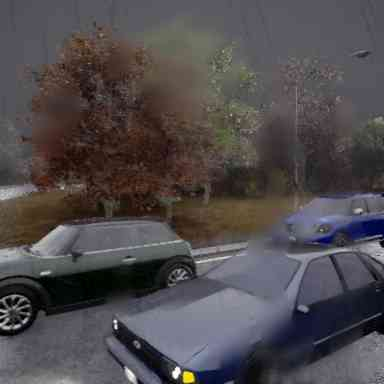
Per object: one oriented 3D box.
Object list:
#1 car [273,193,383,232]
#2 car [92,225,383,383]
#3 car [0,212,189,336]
[{"bbox_3d":[5.448,1.094,12.167,5.566,2.045,2.150,-1,1,-35],"label":"car"},{"bbox_3d":[1.509,1.526,5.066,5.357,1.411,2.033,-1,0,-36],"label":"car"},{"bbox_3d":[-2.174,1.343,6.788,4.553,1.767,2.097,0,0,-34],"label":"car"}]
